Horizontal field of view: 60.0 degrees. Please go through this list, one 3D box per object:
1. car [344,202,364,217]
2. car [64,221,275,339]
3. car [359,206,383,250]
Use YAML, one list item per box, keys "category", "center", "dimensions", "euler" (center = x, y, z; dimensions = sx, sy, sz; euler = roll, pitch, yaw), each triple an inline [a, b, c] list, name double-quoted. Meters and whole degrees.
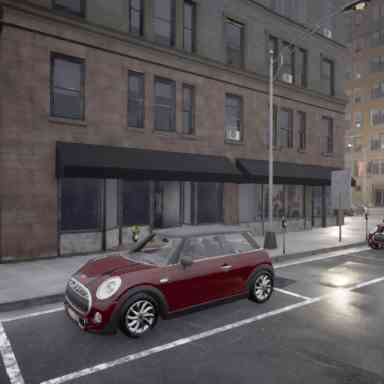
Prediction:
- category: "car"
  center: [12.333, 1.252, 29.665]
  dimensions: [2.097, 1.767, 4.553]
  euler: [1, 0, -36]
- category: "car"
  center: [-0.314, 1.441, 6.538]
  dimensions: [4.097, 1.590, 1.967]
  euler: [0, 0, -36]
- category: "car"
  center: [8.619, 1.445, 12.934]
  dimensions: [4.097, 1.590, 1.967]
  euler: [0, 0, -36]
